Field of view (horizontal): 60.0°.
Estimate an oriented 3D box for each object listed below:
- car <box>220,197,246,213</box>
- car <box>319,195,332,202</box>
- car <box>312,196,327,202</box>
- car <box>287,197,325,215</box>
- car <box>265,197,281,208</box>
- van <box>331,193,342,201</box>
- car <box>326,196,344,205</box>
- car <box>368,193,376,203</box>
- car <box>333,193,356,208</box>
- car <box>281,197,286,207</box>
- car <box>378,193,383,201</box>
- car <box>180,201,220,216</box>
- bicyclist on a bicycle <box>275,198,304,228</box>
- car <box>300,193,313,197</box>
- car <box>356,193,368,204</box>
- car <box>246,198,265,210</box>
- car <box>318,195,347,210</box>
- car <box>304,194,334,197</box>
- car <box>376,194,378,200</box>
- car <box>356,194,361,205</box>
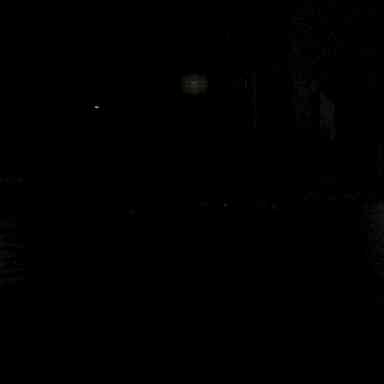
[{"bbox_3d":[3.818,1.367,36.332,1.967,1.590,4.097,0,0,35],"label":"car"},{"bbox_3d":[29.539,1.428,73.398,1.802,1.307,4.206,0,0,35],"label":"car"},{"bbox_3d":[26.325,1.419,68.766,1.947,1.339,4.313,0,0,35],"label":"car"},{"bbox_3d":[10.821,1.425,31.468,1.947,1.339,4.313,0,0,35],"label":"car"},{"bbox_3d":[10.152,1.427,45.458,1.752,1.417,4.829,0,0,35],"label":"car"},{"bbox_3d":[35.967,1.187,82.667,1.690,1.788,3.998,-1,0,35],"label":"van"},{"bbox_3d":[23.262,1.354,53.908,1.812,1.442,4.674,-1,0,35],"label":"car"},{"bbox_3d":[33.322,1.100,63.899,2.192,1.841,5.009,0,0,35],"label":"car"},{"bbox_3d":[20.463,1.137,45.368,2.192,1.841,5.009,0,0,35],"label":"car"},{"bbox_3d":[13.464,1.456,50.232,1.947,1.339,4.313,0,0,35],"label":"car"},{"bbox_3d":[42.965,1.359,77.795,1.802,1.307,4.206,-1,0,35],"label":"car"},{"bbox_3d":[0.605,1.525,31.699,1.802,1.307,4.206,0,0,35],"label":"car"},{"bbox_3d":[5.339,1.177,18.373,1.656,1.620,0.582,-1,0,35],"label":"bicyclist on a bicycle"},{"bbox_3d":[19.894,1.416,59.499,1.887,1.381,4.507,0,0,35],"label":"car"},{"bbox_3d":[26.892,1.118,54.632,2.192,1.841,5.009,0,0,35],"label":"car"},{"bbox_3d":[7.034,1.495,40.965,1.802,1.307,4.206,0,0,35],"label":"car"},{"bbox_3d":[17.249,1.378,40.734,1.887,1.381,4.507,0,0,35],"label":"car"},{"bbox_3d":[17.398,1.337,45.456,2.128,1.511,4.902,-1,0,35],"label":"car"},{"bbox_3d":[36.633,1.303,68.670,1.752,1.417,4.829,-1,0,35],"label":"car"},{"bbox_3d":[23.678,1.378,49.999,1.947,1.339,4.313,0,0,35],"label":"car"}]
